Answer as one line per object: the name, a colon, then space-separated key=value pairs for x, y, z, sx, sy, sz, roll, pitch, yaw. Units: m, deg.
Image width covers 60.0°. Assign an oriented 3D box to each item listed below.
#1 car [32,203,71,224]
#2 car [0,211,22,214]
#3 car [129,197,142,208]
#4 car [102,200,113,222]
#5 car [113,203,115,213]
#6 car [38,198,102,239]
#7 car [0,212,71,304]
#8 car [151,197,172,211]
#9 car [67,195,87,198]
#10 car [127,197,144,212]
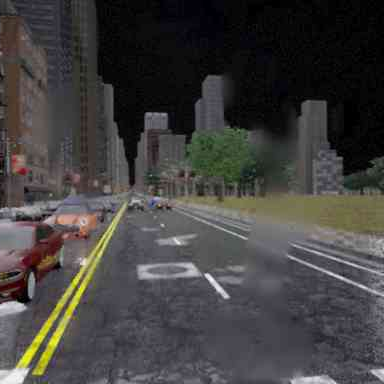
car: x=-11.095 y=1.652 z=26.621 sx=1.994 sy=1.385 sz=4.181 roll=-1 pitch=0 yaw=-10
car: x=-9.358 y=1.649 z=16.795 sx=1.994 sy=1.385 sz=4.181 roll=-1 pitch=0 yaw=-10
car: x=-8.488 y=1.521 z=49.684 sx=1.837 sy=1.490 sz=4.892 roll=-1 pitch=0 yaw=-10
car: x=-7.801 y=1.594 z=26.653 sx=2.033 sy=1.411 sz=5.357 roll=-1 pitch=0 yaw=-10
car: x=-9.510 y=1.615 z=36.453 sx=1.994 sy=1.385 sz=4.181 roll=-1 pitch=0 yaw=-10
car: x=-6.130 y=1.395 z=17.212 sx=2.097 sy=1.767 sz=4.553 roll=-1 pitch=0 yaw=-10
car: x=-4.521 y=1.518 z=8.299 sx=1.882 sy=1.535 sz=5.008 roll=-1 pitch=0 yaw=-11
car: x=-3.552 y=1.570 z=40.471 sx=1.895 sy=1.301 sz=4.718 roll=-1 pitch=0 yaw=-10
car: x=-12.915 y=1.315 z=37.098 sx=2.150 sy=2.045 sz=5.566 roll=-1 pitch=0 yaw=-10
car: x=-6.748 y=1.536 z=39.875 sx=1.812 sy=1.442 sz=4.674 roll=-1 pitch=0 yaw=-10
